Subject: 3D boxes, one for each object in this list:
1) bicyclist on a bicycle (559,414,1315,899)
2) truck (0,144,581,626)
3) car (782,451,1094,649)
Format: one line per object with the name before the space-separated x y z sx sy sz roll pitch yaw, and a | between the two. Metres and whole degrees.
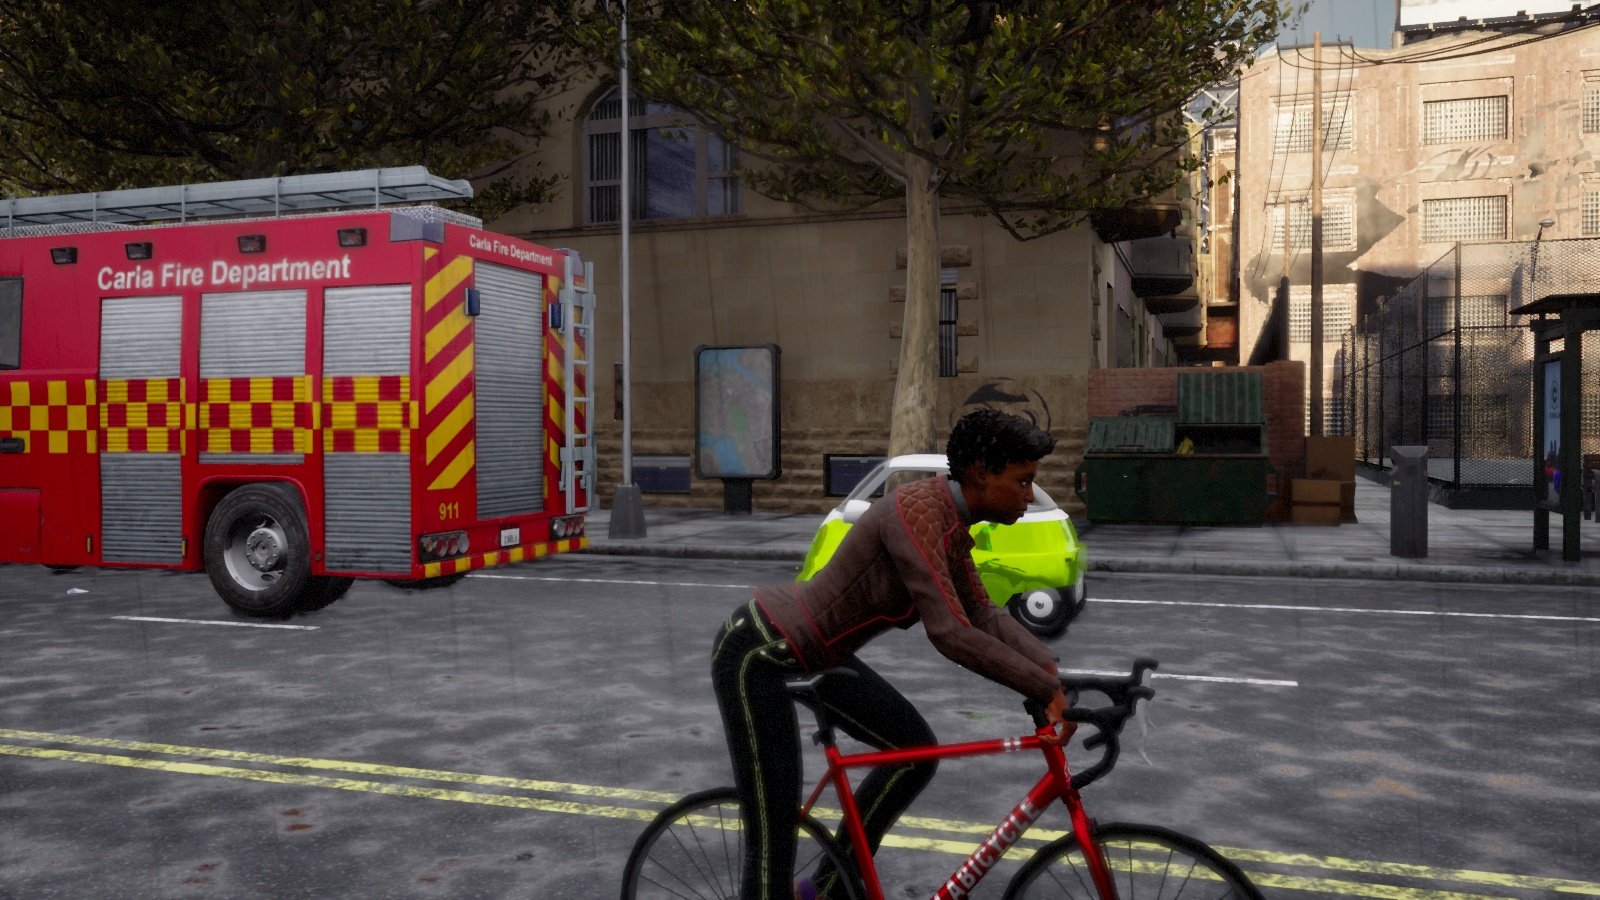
bicyclist on a bicycle | 0.305 0.732 3.021 1.656 1.620 0.582 1 1 17
truck | -6.695 -0.566 12.681 8.468 3.827 2.891 1 1 19
car | 1.153 0.723 10.141 2.207 1.376 1.481 1 1 19
